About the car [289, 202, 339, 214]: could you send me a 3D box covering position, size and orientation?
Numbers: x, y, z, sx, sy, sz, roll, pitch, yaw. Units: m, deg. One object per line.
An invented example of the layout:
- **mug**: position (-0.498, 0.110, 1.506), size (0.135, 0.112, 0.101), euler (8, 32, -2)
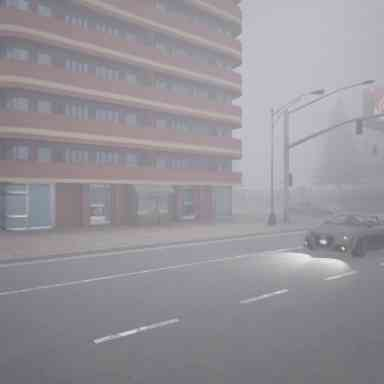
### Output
- **car**: position (11.773, 1.601, 32.242), size (1.895, 1.301, 4.718), euler (0, 0, -37)

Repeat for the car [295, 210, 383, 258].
- **car**: position (6.203, 1.564, 12.805), size (4.181, 1.385, 1.994), euler (0, 0, -36)
